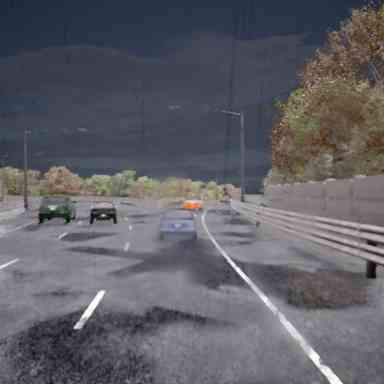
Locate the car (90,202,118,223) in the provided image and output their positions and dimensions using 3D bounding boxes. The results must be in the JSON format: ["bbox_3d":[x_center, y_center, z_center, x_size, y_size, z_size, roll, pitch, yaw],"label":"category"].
[{"bbox_3d":[-6.819,1.507,25.850,1.882,1.535,5.008,0,0,-14],"label":"car"}]

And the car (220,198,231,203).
[{"bbox_3d":[8.242,2.167,84.674,1.994,1.385,4.181,0,-3,12],"label":"car"}]

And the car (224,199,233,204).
[{"bbox_3d":[10.441,2.718,94.459,1.895,1.301,4.718,0,-4,14],"label":"car"}]

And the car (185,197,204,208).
[{"bbox_3d":[0.265,1.335,40.837,2.097,1.767,4.553,0,0,6],"label":"car"}]

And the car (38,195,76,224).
[{"bbox_3d":[-10.363,1.272,25.802,2.150,2.045,5.566,0,0,-14],"label":"car"}]

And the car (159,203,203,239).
[{"bbox_3d":[-0.684,1.545,17.253,2.033,1.411,5.357,0,0,-2],"label":"car"}]
